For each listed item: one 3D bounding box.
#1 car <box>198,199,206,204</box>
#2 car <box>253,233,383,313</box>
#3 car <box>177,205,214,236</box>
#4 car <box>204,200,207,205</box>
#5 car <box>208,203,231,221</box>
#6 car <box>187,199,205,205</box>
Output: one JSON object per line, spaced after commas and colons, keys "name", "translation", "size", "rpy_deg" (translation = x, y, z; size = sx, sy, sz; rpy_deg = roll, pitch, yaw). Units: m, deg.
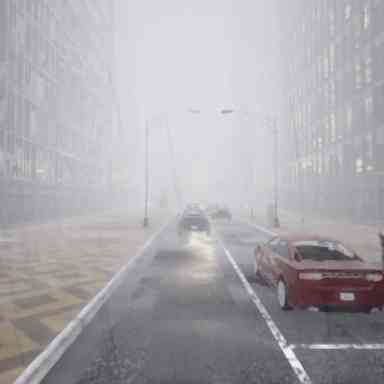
{"name": "car", "translation": [2.604, 2.486, 85.692], "size": [1.802, 1.307, 4.206], "rpy_deg": [1, -1, 0]}
{"name": "car", "translation": [2.582, 1.620, 7.753], "size": [1.887, 1.381, 4.507], "rpy_deg": [1, -1, 0]}
{"name": "car", "translation": [0.106, 1.719, 19.791], "size": [1.812, 1.442, 4.674], "rpy_deg": [0, -1, 0]}
{"name": "car", "translation": [2.591, 1.994, 41.154], "size": [1.802, 1.307, 4.206], "rpy_deg": [1, -1, 0]}
{"name": "car", "translation": [2.587, 1.878, 30.021], "size": [1.802, 1.307, 4.206], "rpy_deg": [1, -1, 0]}
{"name": "car", "translation": [0.113, 1.948, 40.096], "size": [2.033, 1.411, 5.357], "rpy_deg": [0, -1, 0]}
